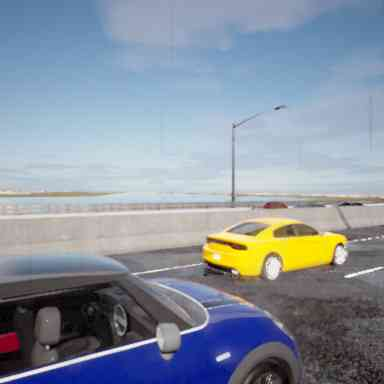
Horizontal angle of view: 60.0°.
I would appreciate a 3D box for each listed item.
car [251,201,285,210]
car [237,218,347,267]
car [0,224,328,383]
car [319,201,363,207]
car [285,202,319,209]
[{"bbox_3d":[8.418,1.660,35.626,4.674,1.442,1.812,0,0,-35],"label":"car"},{"bbox_3d":[2.650,1.515,9.919,5.008,1.535,1.882,0,0,-35],"label":"car"},{"bbox_3d":[-1.088,1.355,2.964,4.553,1.767,2.097,0,0,-36],"label":"car"},{"bbox_3d":[14.478,1.652,31.317,4.892,1.490,1.837,0,0,-35],"label":"car"},{"bbox_3d":[11.839,1.707,33.743,4.181,1.385,1.994,0,0,-35],"label":"car"}]
